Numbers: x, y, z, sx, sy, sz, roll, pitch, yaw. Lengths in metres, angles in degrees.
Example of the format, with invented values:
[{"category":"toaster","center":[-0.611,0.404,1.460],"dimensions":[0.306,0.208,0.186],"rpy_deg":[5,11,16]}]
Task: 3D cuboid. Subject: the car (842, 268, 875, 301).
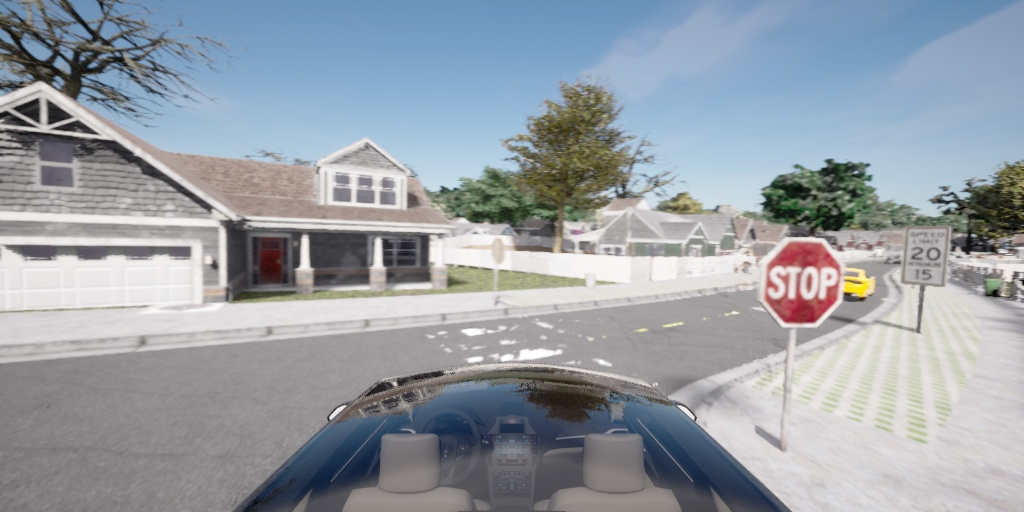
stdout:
[{"category":"car","center":[17.818,1.393,19.124],"dimensions":[5.008,1.535,1.882],"rpy_deg":[0,4,-41]}]
